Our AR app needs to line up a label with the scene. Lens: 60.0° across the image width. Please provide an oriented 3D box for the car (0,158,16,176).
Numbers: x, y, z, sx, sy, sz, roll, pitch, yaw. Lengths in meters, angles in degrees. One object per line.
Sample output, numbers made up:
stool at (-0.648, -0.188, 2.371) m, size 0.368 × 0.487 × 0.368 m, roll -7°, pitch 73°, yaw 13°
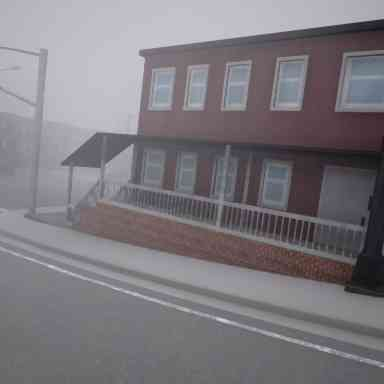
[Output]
car at (-20.275, -2.662, 33.268) m, size 2.097 × 1.767 × 4.553 m, roll 10°, pitch 6°, yaw 35°

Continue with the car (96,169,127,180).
car at (-11.006, -2.480, 46.101) m, size 1.812 × 1.442 × 4.674 m, roll 10°, pitch 6°, yaw 35°
